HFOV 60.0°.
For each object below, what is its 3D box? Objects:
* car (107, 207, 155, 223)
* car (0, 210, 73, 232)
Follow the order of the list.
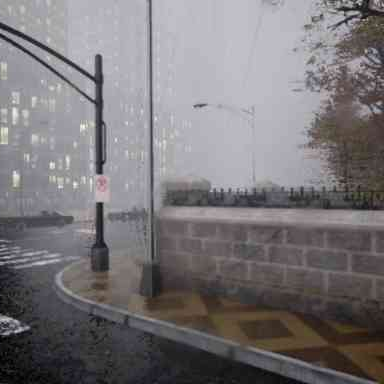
[{"bbox_3d":[-5.561,2.064,30.720,1.895,1.301,4.718,-1,-1,34],"label":"car"},{"bbox_3d":[-10.789,1.951,23.083,1.895,1.301,4.718,-1,-1,34],"label":"car"}]
